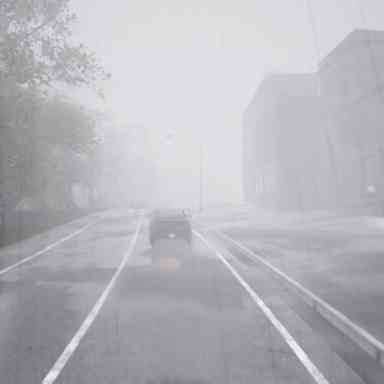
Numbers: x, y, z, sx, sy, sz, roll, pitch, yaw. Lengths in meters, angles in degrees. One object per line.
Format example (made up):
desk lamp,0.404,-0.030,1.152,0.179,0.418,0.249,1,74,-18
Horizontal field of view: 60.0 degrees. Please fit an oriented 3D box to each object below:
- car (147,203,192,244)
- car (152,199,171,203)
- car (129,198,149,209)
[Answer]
car,-1.071,1.510,15.926,1.837,1.490,4.892,0,0,-6
car,-3.081,1.450,33.920,1.812,1.442,4.674,0,0,-4
car,-6.777,1.425,43.101,2.033,1.411,5.357,0,0,2
